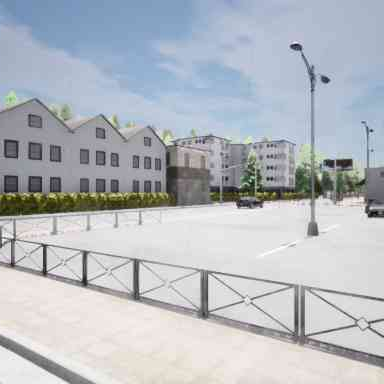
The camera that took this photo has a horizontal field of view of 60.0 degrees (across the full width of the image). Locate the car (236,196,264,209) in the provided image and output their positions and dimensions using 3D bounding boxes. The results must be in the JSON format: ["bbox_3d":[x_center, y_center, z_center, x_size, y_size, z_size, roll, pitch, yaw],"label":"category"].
[{"bbox_3d":[7.373,1.286,41.946,1.882,1.535,5.008,0,0,35],"label":"car"}]

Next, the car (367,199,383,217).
[{"bbox_3d":[15.430,1.298,26.804,2.007,1.523,4.514,0,0,35],"label":"car"}]
